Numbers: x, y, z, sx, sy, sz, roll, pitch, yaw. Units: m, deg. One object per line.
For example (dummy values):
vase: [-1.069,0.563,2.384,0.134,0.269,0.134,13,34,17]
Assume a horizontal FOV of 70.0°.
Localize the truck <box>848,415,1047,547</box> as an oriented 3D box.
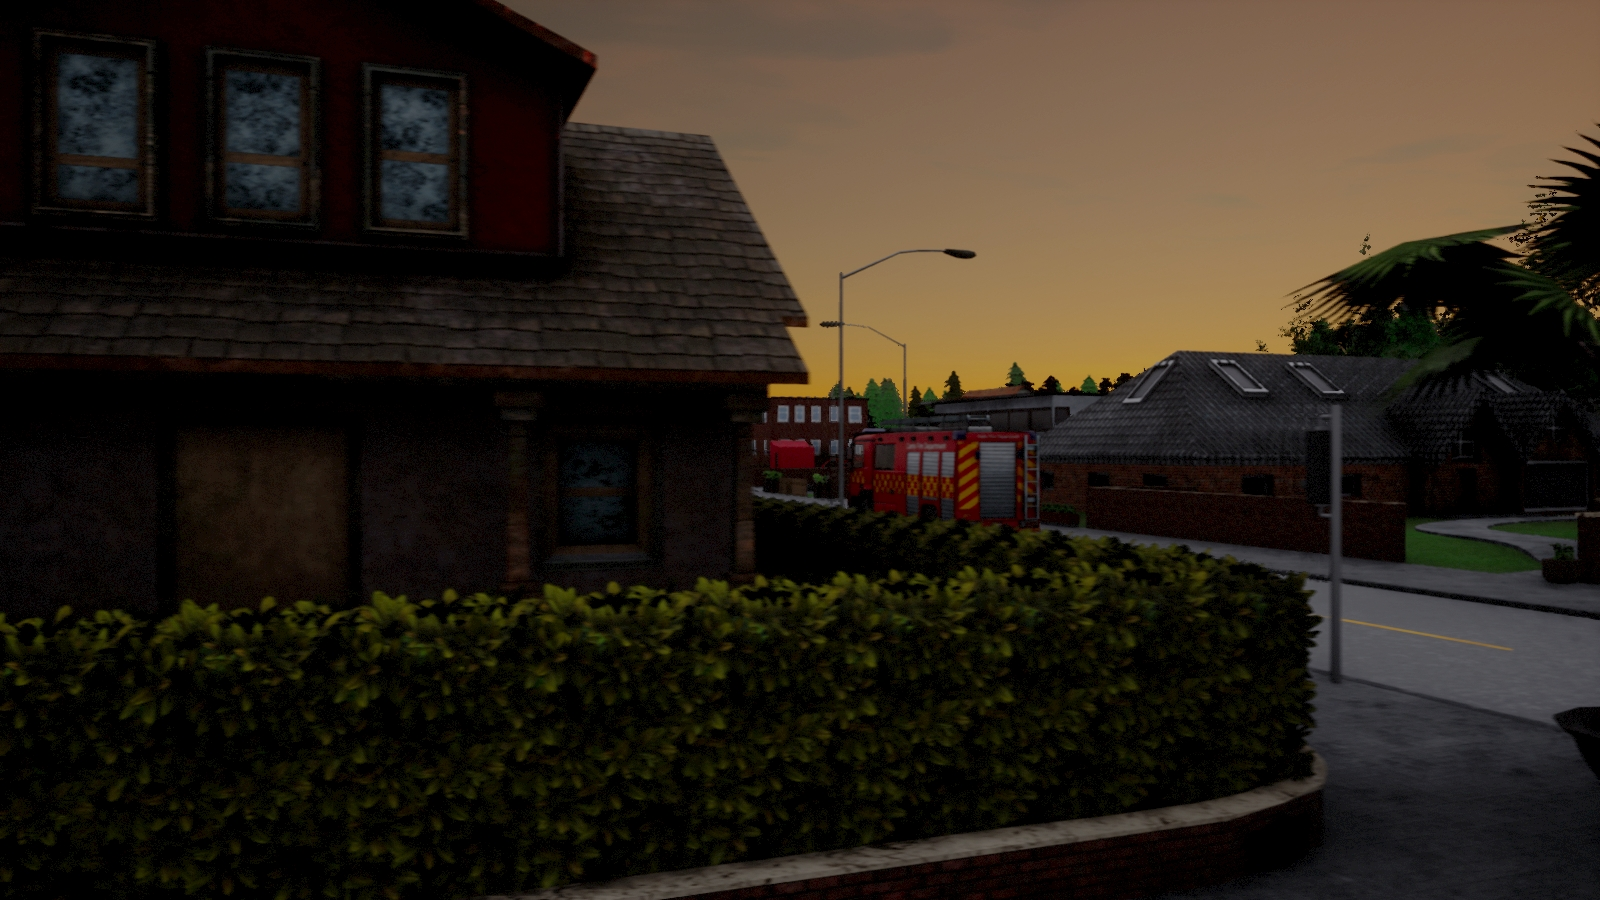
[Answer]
truck: [4.519,0.894,37.379,2.891,3.827,8.468,0,0,-20]
